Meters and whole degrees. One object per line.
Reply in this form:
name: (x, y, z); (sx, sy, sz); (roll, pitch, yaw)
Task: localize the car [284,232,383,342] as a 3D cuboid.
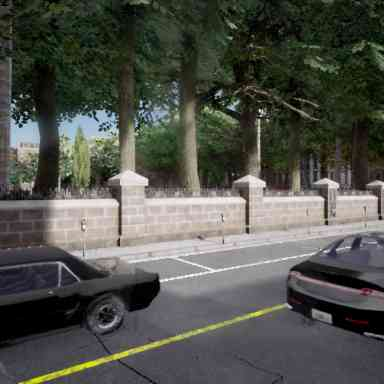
car: (3.760, 1.491, 5.993); (4.902, 1.511, 2.128); (0, 0, -35)

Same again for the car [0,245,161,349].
car: (-2.952, 1.601, 5.144); (4.718, 1.301, 1.895); (0, 0, -35)
